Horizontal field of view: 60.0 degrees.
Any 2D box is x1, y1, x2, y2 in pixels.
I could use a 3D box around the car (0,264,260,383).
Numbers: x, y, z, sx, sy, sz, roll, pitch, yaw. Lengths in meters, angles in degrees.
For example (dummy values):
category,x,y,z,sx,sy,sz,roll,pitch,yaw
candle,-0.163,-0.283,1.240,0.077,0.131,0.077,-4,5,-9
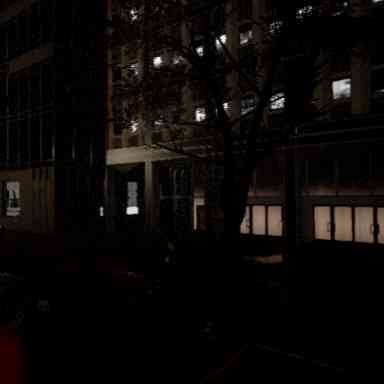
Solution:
category,x,y,z,sx,sy,sz,roll,pitch,yaw
car,-1.464,1.562,3.926,4.507,1.381,1.887,0,-1,35
